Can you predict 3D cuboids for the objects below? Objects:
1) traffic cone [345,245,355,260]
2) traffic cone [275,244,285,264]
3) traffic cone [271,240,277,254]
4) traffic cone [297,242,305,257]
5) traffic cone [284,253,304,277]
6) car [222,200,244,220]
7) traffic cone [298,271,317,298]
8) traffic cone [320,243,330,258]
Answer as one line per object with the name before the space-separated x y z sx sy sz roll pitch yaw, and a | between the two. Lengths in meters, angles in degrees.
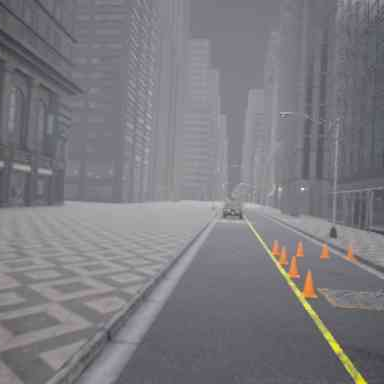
traffic cone | 6.514 2.467 13.653 0.340 0.580 0.340 3 -1 7
traffic cone | 3.301 2.280 12.022 0.340 0.580 0.340 3 -1 7
traffic cone | 3.537 2.319 14.008 0.340 0.580 0.340 3 -1 7
traffic cone | 4.529 2.368 13.890 0.340 0.580 0.340 3 -1 7
traffic cone | 3.066 2.241 10.036 0.340 0.580 0.340 3 -1 7
car | 4.683 1.973 38.009 2.150 2.045 5.566 3 -1 7
traffic cone | 2.831 2.203 8.051 0.340 0.580 0.340 3 -1 7
traffic cone | 5.520 2.417 13.771 0.340 0.580 0.340 3 -1 7
